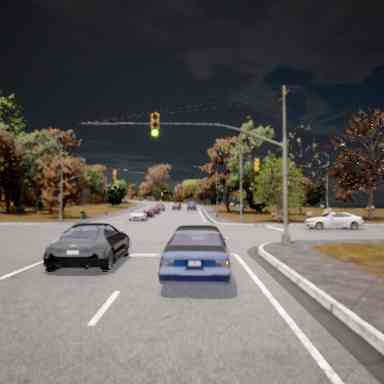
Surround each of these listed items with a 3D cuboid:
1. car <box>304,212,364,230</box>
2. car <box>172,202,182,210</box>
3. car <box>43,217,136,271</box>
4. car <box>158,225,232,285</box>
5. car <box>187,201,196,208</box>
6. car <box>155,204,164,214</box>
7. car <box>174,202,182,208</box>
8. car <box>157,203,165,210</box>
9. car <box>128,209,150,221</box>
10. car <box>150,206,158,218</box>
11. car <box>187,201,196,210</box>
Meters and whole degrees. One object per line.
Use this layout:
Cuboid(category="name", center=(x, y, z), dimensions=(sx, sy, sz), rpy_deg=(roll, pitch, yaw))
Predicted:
Cuboid(category="car", center=(11.807, 2.384, 27.719), dimensions=(4.674, 1.442, 1.812), rpy_deg=(0, -3, -1))
Cuboid(category="car", center=(-3.565, 3.412, 76.370), dimensions=(1.812, 1.442, 4.674), rpy_deg=(0, 0, 0))
Cuboid(category="car", center=(-3.420, 1.759, 11.559), dimensions=(1.994, 1.385, 4.181), rpy_deg=(0, -2, 0))
Cuboid(category="car", center=(0.184, 1.698, 9.922), dimensions=(2.033, 1.411, 5.357), rpy_deg=(0, -1, 3))
Cuboid(category="car", center=(-0.168, 3.161, 86.082), dimensions=(1.882, 1.535, 5.008), rpy_deg=(0, 0, -3))
Cuboid(category="car", center=(-7.091, 3.473, 63.107), dimensions=(2.033, 1.411, 5.357), rpy_deg=(0, 0, 1))
Cuboid(category="car", center=(-3.692, 3.346, 86.346), dimensions=(1.837, 1.490, 4.892), rpy_deg=(0, 0, -3))
Cuboid(category="car", center=(-7.062, 3.256, 73.271), dimensions=(2.097, 1.767, 4.553), rpy_deg=(0, 0, 0))
Cuboid(category="car", center=(-7.143, 3.099, 44.340), dimensions=(1.812, 1.442, 4.674), rpy_deg=(0, -2, 0))
Cuboid(category="car", center=(-7.134, 3.416, 53.360), dimensions=(1.895, 1.301, 4.718), rpy_deg=(0, -1, 0))
Cuboid(category="car", center=(-0.065, 3.237, 75.903), dimensions=(2.097, 1.767, 4.553), rpy_deg=(0, 0, 0))
